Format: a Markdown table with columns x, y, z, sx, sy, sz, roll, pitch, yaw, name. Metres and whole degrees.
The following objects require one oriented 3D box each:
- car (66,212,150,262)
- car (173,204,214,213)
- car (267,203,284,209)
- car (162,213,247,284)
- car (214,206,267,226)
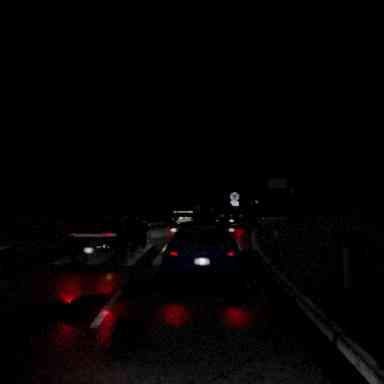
| x | y | z | sx | sy | sz | roll | pitch | yaw | name |
| --- | --- | --- | --- | --- | --- | --- | --- | --- | --- |
| -2.780 | 1.457 | 11.969 | 2.128 | 1.511 | 4.902 | 0 | 0 | 5 | car |
| 0.319 | 1.613 | 24.184 | 2.128 | 1.511 | 4.902 | -2 | -3 | 25 | car |
| 19.064 | 3.370 | 77.544 | 4.553 | 1.767 | 2.097 | -3 | -5 | 41 | car |
| 0.302 | 1.525 | 9.512 | 1.994 | 1.385 | 4.181 | 0 | 0 | 2 | car |
| 3.529 | 1.645 | 23.231 | 1.895 | 1.301 | 4.718 | -2 | -3 | 27 | car |
